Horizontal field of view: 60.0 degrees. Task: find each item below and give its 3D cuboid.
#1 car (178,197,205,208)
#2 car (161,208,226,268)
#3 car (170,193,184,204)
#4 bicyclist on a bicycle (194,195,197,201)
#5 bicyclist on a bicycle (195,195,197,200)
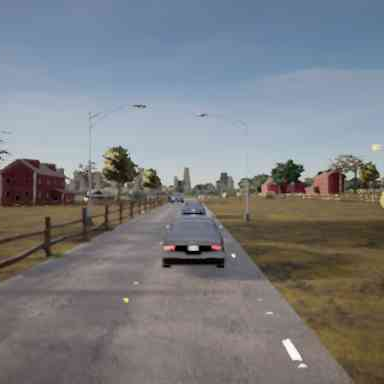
[{"bbox_3d":[0.147,1.413,28.418,1.994,1.385,4.181,0,0,1],"label":"car"},{"bbox_3d":[0.060,1.466,10.979,2.033,1.411,5.357,0,0,1],"label":"car"},{"bbox_3d":[-2.593,1.125,58.844,2.150,2.045,5.566,0,0,1],"label":"car"},{"bbox_3d":[1.073,1.602,92.945,0.866,1.612,1.509,0,-1,0],"label":"bicyclist on a bicycle"},{"bbox_3d":[1.047,1.524,83.946,0.582,1.620,1.656,0,-1,0],"label":"bicyclist on a bicycle"}]
